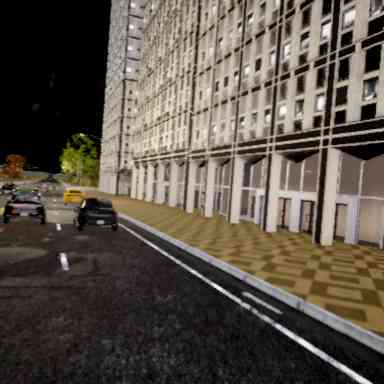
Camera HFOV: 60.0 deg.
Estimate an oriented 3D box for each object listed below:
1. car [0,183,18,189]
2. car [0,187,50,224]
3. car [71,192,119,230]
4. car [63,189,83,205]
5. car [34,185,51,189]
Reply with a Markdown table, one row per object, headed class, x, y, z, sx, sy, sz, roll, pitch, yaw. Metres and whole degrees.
| class | x | y | z | sx | sy | sz | roll | pitch | yaw |
| --- | --- | --- | --- | --- | --- | --- | --- | --- | --- |
| car | -21.729 | -0.294 | 39.701 | 1.837 | 1.490 | 4.892 | 4 | 1 | -23 |
| car | -8.759 | 0.755 | 17.790 | 2.128 | 1.511 | 4.902 | 4 | 0 | -23 |
| car | -4.996 | 1.032 | 17.116 | 1.837 | 1.490 | 4.892 | 4 | 1 | -23 |
| car | -11.415 | 0.444 | 32.324 | 1.882 | 1.535 | 5.008 | 4 | 1 | -23 |
| car | -20.292 | -0.254 | 45.076 | 2.128 | 1.511 | 4.902 | 4 | 0 | -23 |
